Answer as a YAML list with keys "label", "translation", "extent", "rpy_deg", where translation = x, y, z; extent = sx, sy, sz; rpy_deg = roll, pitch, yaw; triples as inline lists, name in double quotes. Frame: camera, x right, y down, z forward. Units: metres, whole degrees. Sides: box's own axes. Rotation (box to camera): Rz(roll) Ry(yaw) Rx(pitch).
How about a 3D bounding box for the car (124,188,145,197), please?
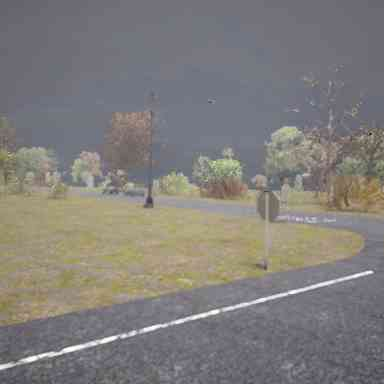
- label: "car"
  translation: [-9.297, 0.024, 53.537]
  extent: [2.128, 1.511, 4.902]
  rpy_deg: [1, 1, -36]

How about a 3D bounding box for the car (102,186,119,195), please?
- label: "car"
  translation: [-15.129, -0.285, 61.666]
  extent: [1.837, 1.490, 4.892]
  rpy_deg: [1, 1, -36]
